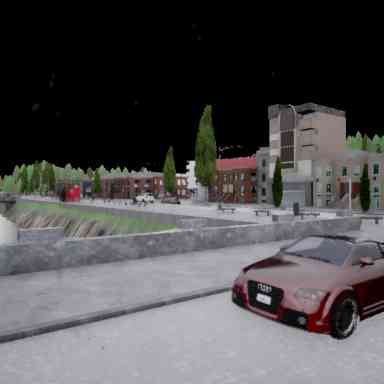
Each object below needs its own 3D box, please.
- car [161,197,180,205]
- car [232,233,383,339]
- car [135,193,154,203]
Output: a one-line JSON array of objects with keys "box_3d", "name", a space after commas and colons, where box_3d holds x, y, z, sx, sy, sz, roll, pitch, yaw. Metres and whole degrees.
[{"box_3d": [-3.961, 1.563, 59.984, 1.994, 1.385, 4.181, 0, 0, -35], "name": "car"}, {"box_3d": [2.796, 1.564, 6.601, 4.181, 1.385, 1.994, 0, 0, -36], "name": "car"}, {"box_3d": [-9.755, 1.221, 68.108, 2.150, 2.045, 5.566, 0, 0, -35], "name": "car"}]
